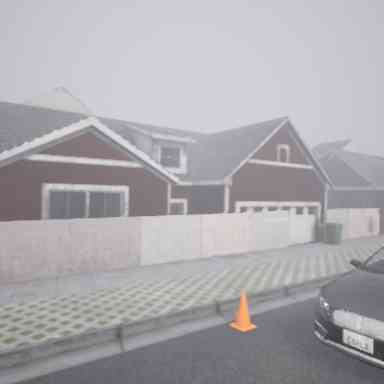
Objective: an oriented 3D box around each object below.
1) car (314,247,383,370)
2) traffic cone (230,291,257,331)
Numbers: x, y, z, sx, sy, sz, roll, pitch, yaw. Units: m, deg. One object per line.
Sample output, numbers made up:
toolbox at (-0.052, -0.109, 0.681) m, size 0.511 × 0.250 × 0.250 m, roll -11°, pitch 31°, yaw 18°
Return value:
car at (3.983, 1.564, 5.466) m, size 4.902 × 1.511 × 2.128 m, roll 1°, pitch 0°, yaw -36°
traffic cone at (0.883, 2.001, 5.689) m, size 0.340 × 0.580 × 0.340 m, roll 1°, pitch 0°, yaw -35°
